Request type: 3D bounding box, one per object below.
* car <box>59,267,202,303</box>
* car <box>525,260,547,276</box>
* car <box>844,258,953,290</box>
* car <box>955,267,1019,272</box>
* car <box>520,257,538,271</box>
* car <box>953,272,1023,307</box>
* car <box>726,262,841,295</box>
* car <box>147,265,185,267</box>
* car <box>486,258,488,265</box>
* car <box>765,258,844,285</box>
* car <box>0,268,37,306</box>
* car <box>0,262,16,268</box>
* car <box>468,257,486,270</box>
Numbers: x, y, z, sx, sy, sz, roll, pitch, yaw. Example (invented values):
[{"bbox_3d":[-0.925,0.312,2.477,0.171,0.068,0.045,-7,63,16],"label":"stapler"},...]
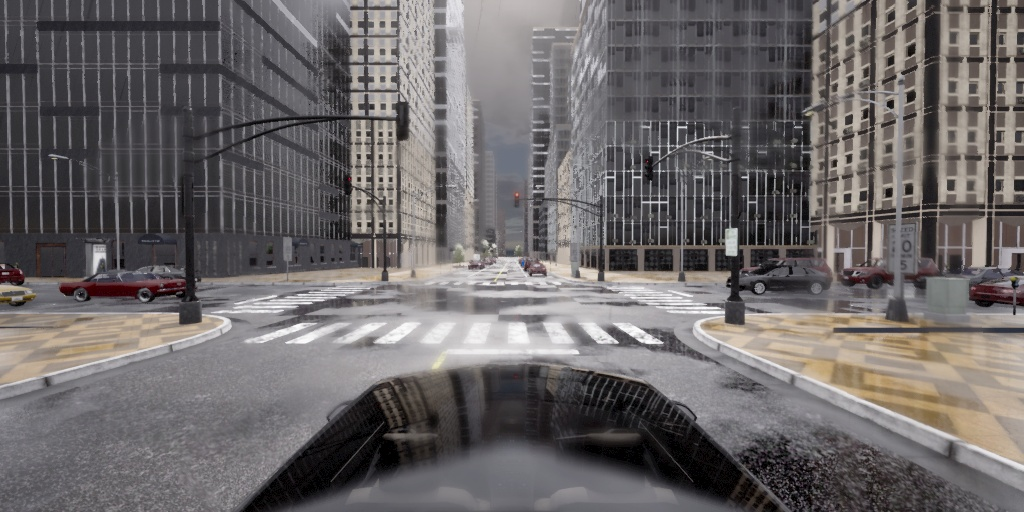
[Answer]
[{"bbox_3d":[-17.178,1.344,16.248,4.718,1.301,1.895,0,1,3],"label":"car"},{"bbox_3d":[2.554,1.319,36.000,1.802,1.307,4.207,0,0,0],"label":"car"},{"bbox_3d":[22.905,1.032,21.868,5.009,1.841,2.192,0,0,0],"label":"car"},{"bbox_3d":[25.182,1.307,19.266,5.357,1.411,2.033,0,1,0],"label":"car"},{"bbox_3d":[2.582,1.046,47.050,2.192,1.841,5.009,0,0,0],"label":"car"},{"bbox_3d":[20.188,1.417,13.725,4.207,1.307,1.802,0,0,0],"label":"car"},{"bbox_3d":[14.184,1.250,19.235,4.892,1.490,1.837,0,1,1],"label":"car"},{"bbox_3d":[-21.437,1.204,21.795,4.403,1.370,2.007,0,0,0],"label":"car"},{"bbox_3d":[-5.280,1.307,58.079,1.802,1.307,4.207,0,0,0],"label":"car"},{"bbox_3d":[16.574,1.024,21.858,5.009,1.841,2.192,0,0,0],"label":"car"},{"bbox_3d":[-21.253,1.301,13.657,4.829,1.417,1.751,0,0,0],"label":"car"},{"bbox_3d":[-32.552,1.077,21.705,4.097,1.591,1.967,0,0,0],"label":"car"},{"bbox_3d":[-5.283,1.168,52.554,1.967,1.591,4.097,0,0,0],"label":"car"}]
